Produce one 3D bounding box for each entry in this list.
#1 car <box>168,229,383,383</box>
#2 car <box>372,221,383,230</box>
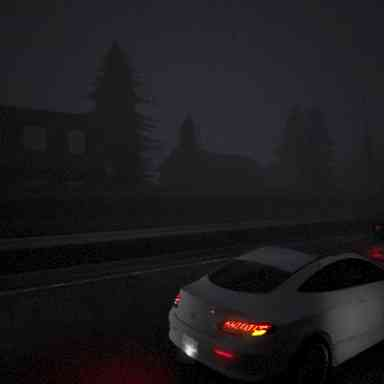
[{"bbox_3d":[1.852,1.525,5.066,4.674,1.442,1.812,0,0,-35],"label":"car"},{"bbox_3d":[10.416,1.599,15.468,4.718,1.301,1.895,0,0,-35],"label":"car"}]
